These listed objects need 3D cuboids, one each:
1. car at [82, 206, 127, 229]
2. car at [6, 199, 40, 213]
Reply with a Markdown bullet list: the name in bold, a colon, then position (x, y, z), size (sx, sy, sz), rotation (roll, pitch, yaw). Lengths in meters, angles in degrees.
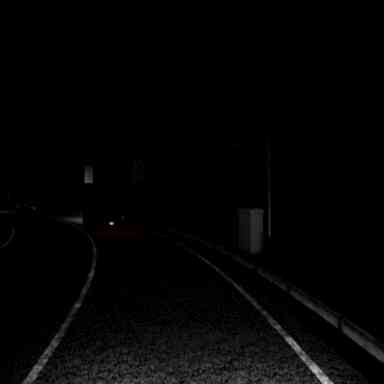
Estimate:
- **car**: position (-5.832, 1.575, 21.692), size (1.895, 1.301, 4.718), rotation (0, 0, -29)
- **car**: position (-18.022, 1.438, 35.592), size (4.674, 1.442, 1.812), rotation (1, -1, 38)
